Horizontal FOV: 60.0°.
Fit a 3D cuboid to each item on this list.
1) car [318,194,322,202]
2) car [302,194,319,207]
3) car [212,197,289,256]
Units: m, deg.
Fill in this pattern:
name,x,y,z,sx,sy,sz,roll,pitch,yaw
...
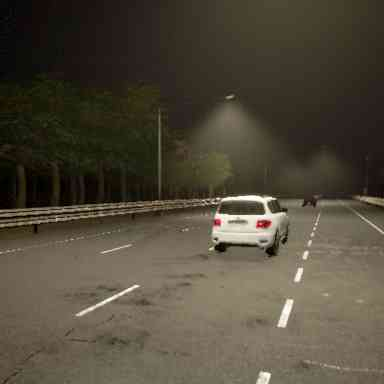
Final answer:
name,x,y,z,sx,sy,sz,roll,pitch,yaw
car,26.076,1.548,70.612,1.895,1.301,4.718,0,0,22
car,17.767,1.462,50.194,1.812,1.442,4.674,0,0,22
car,2.536,1.204,13.378,2.150,2.045,5.566,0,0,22
